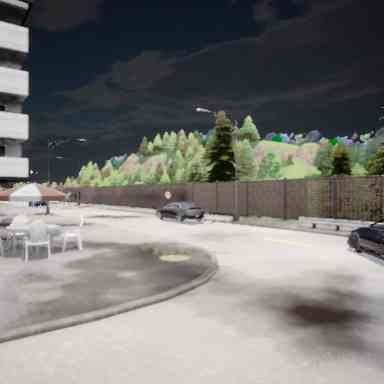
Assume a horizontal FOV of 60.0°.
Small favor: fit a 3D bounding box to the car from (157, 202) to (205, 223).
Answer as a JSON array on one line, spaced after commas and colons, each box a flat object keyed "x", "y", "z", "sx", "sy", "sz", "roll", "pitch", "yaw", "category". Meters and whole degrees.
[{"x": -0.996, "y": 1.515, "z": 25.826, "sx": 2.128, "sy": 1.511, "sz": 4.902, "roll": 0, "pitch": 0, "yaw": -35, "category": "car"}]

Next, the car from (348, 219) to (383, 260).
[{"x": 6.906, "y": 1.577, "z": 11.061, "sx": 1.994, "sy": 1.385, "sz": 4.181, "roll": 0, "pitch": 0, "yaw": 3, "category": "car"}]

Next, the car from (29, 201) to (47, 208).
[{"x": -22.971, "y": 1.642, "z": 49.639, "sx": 1.895, "sy": 1.301, "sz": 4.718, "roll": 0, "pitch": 0, "yaw": -35, "category": "car"}]
